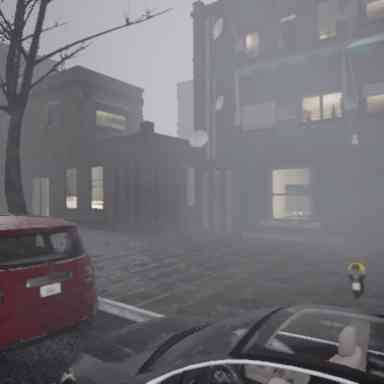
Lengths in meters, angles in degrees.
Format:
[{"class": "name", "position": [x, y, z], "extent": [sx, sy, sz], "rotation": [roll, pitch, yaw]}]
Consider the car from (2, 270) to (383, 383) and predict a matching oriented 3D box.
[{"class": "car", "position": [0.812, 1.548, 2.308], "extent": [4.403, 1.369, 2.008], "rotation": [0, -1, 35]}]

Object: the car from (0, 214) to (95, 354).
[{"class": "car", "position": [-3.701, 1.287, 5.529], "extent": [5.009, 1.841, 2.192], "rotation": [0, -1, 35]}]
